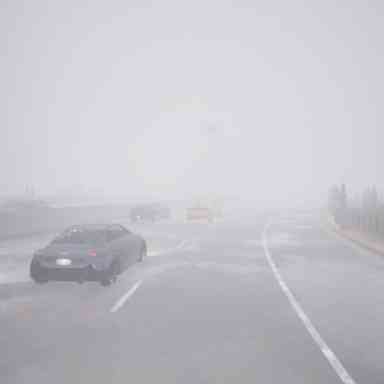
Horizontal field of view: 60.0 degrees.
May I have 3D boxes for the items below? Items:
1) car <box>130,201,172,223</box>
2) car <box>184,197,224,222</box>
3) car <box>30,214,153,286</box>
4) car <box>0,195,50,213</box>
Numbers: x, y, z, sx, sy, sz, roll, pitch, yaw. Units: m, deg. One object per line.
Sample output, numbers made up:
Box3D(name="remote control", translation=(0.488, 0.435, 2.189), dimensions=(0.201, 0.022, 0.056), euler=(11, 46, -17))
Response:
Box3D(name="car", translation=(-3.021, 1.465, 25.205), dimensions=(1.837, 1.490, 4.892), euler=(0, 0, 16))
Box3D(name="car", translation=(1.067, 1.456, 26.668), dimensions=(1.882, 1.535, 5.008), euler=(0, 0, 17))
Box3D(name="car", translation=(-2.668, 1.541, 9.480), dimensions=(1.994, 1.385, 4.181), euler=(0, 0, 6))
Box3D(name="car", translation=(-11.318, 1.275, 21.808), dimensions=(2.097, 1.767, 4.553), euler=(0, 0, 13))
